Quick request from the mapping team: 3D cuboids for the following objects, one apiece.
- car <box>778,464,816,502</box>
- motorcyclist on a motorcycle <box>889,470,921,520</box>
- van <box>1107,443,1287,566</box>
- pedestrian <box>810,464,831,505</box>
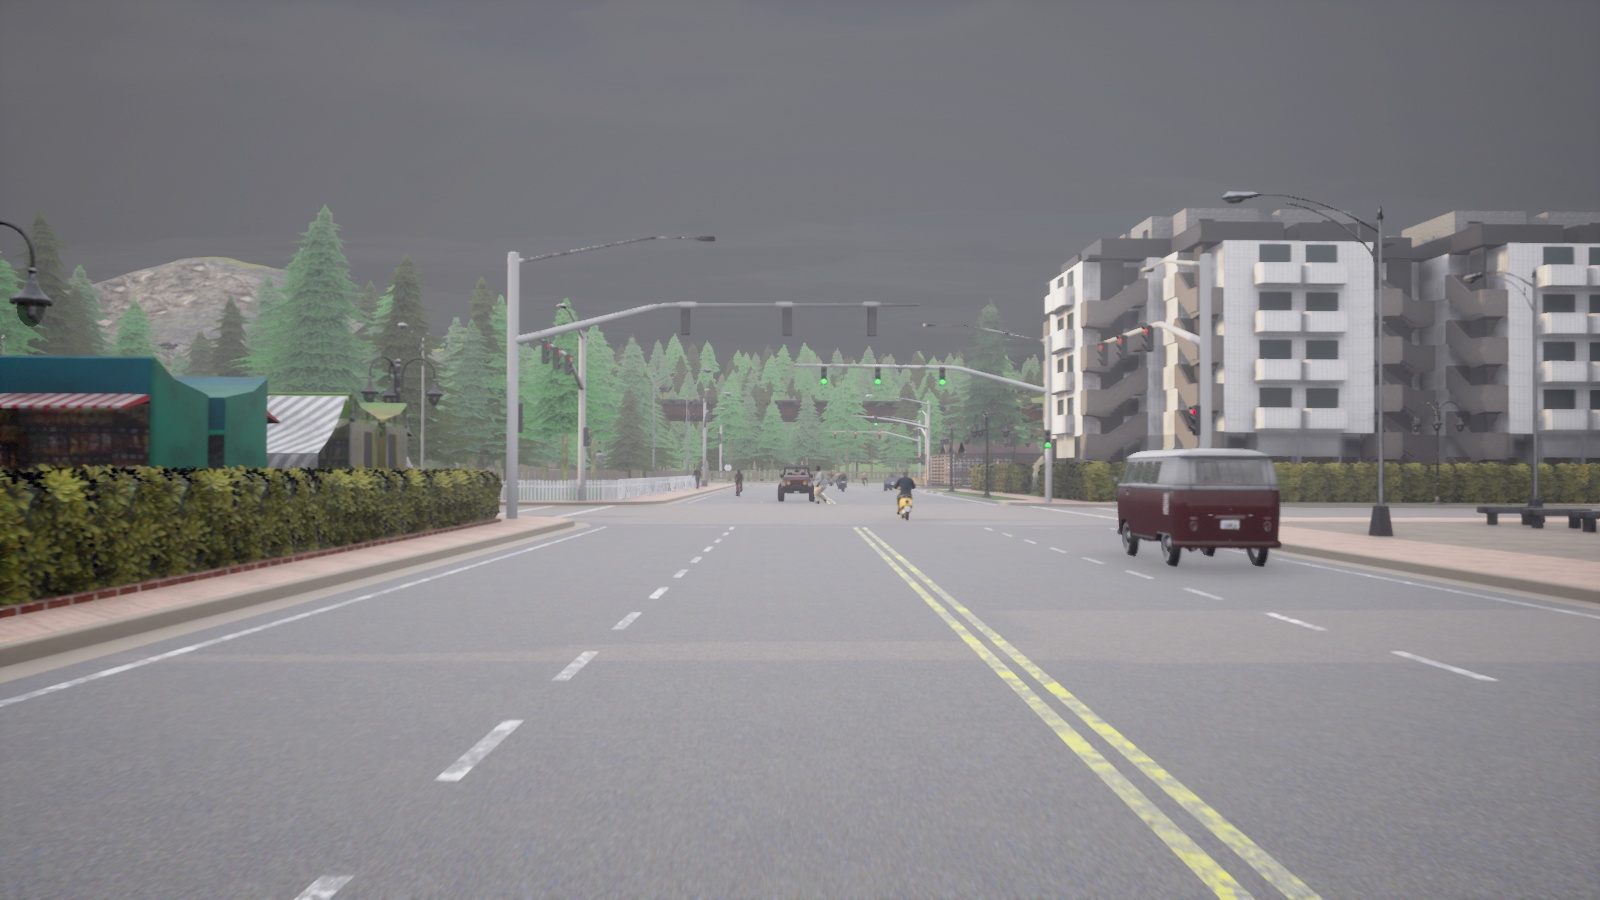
[{"bbox_3d":[-0.160,1.704,65.268,1.905,1.878,3.866,0,-1,0],"label":"car"},{"bbox_3d":[3.400,1.436,40.692,0.866,1.590,1.817,0,-1,0],"label":"motorcyclist on a motorcycle"},{"bbox_3d":[6.944,0.916,22.471,1.775,1.987,4.442,0,-1,0],"label":"van"},{"bbox_3d":[0.941,1.572,57.550,0.900,1.855,0.874,0,-1,-3],"label":"pedestrian"}]
